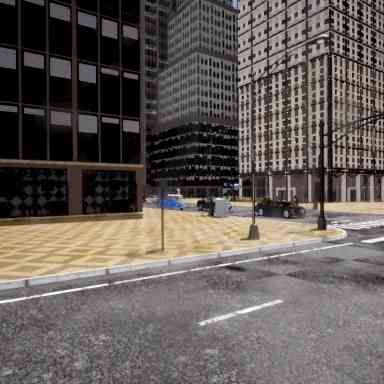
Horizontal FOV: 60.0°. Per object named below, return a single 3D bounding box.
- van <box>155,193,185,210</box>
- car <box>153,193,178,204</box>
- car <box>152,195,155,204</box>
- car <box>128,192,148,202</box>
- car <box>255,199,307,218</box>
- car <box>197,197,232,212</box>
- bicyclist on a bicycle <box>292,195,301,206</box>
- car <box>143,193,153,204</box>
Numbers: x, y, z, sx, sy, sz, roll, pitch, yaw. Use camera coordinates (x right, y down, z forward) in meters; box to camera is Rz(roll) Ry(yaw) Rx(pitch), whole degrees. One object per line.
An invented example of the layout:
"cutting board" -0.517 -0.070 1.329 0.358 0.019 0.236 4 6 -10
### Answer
"van" -2.376 1.211 39.539 1.690 1.788 3.998 0 0 -34
"car" -4.736 1.036 57.999 2.192 1.841 5.009 0 0 -34
"car" -3.219 1.349 45.420 1.812 1.442 4.674 -1 1 -34
"car" -10.939 0.982 67.179 2.192 1.841 5.009 0 0 -34
"car" 7.707 1.420 29.234 1.837 1.490 4.892 -1 1 -34
"car" 2.432 1.362 37.042 2.128 1.511 4.902 -1 1 -34
"bicyclist on a bicycle" 12.012 1.119 38.461 1.656 1.620 0.582 -1 1 -34
"car" -6.238 1.274 55.590 1.812 1.442 4.674 -1 0 -34
